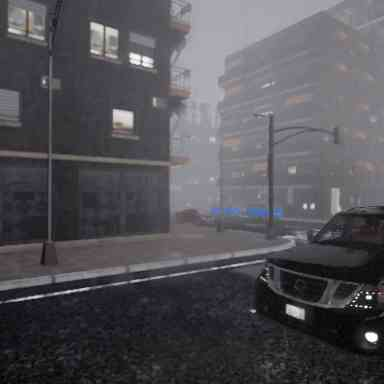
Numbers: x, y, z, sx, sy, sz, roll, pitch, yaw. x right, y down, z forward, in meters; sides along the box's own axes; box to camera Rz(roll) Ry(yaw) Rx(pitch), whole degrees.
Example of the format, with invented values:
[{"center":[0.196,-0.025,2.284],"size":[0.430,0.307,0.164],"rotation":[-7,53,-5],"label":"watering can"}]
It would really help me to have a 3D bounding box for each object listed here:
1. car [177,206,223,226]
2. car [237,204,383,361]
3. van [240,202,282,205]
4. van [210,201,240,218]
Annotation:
[{"center":[0.265,2.040,27.580],"size":[1.802,1.307,4.206],"rotation":[0,0,-36],"label":"car"},{"center":[3.667,1.313,6.184],"size":[5.566,2.045,2.150],"rotation":[1,0,-36],"label":"car"},{"center":[7.003,1.854,32.504],"size":[1.690,1.788,3.998],"rotation":[0,0,-36],"label":"van"},{"center":[3.685,1.926,37.017],"size":[1.690,1.788,3.998],"rotation":[0,0,-36],"label":"van"}]
